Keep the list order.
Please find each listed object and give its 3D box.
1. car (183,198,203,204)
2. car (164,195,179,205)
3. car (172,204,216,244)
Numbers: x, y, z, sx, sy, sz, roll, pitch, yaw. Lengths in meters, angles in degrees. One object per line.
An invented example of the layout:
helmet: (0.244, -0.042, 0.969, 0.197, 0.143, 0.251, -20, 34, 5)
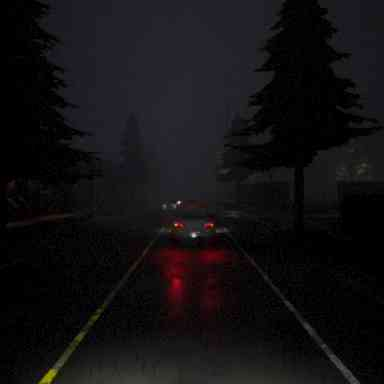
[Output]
car: (0.102, 1.331, 33.133, 1.882, 1.535, 5.008, 0, 0, 0)
car: (-3.557, 1.232, 54.731, 1.882, 1.535, 5.008, 0, 0, 0)
car: (0.084, 1.458, 15.226, 1.812, 1.442, 4.674, 0, 0, 0)
